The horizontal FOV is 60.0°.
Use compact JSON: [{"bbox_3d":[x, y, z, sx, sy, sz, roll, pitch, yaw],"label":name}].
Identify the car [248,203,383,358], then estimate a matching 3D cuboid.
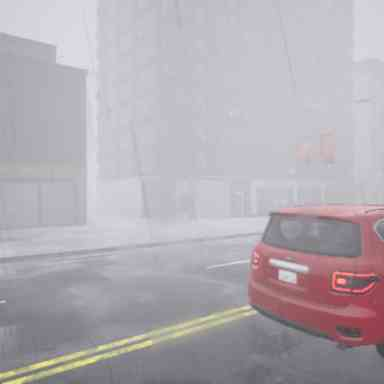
[{"bbox_3d":[3.512,1.223,6.012,5.566,2.045,2.150,0,0,-34],"label":"car"}]
